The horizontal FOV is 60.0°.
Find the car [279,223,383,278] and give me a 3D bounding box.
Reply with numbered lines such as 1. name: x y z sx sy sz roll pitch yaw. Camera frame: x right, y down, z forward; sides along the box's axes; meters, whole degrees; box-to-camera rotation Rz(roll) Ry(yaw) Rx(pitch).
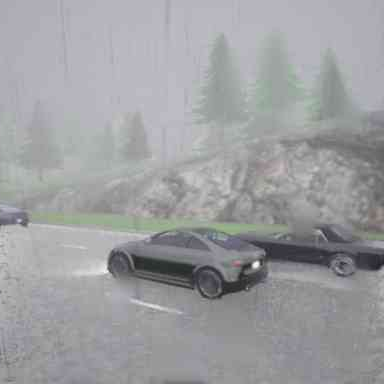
1. car: 3.360 1.604 10.192 4.718 1.301 1.895 0 0 35

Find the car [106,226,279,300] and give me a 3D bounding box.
1. car: -0.235 1.569 8.460 4.181 1.385 1.994 0 0 35

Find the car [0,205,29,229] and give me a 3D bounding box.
1. car: -12.240 1.546 21.309 4.674 1.442 1.812 0 0 35
